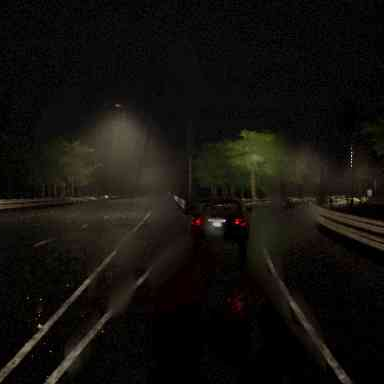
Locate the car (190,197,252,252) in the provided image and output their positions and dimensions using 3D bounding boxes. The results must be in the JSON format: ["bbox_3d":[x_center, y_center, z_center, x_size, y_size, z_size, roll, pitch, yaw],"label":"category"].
[{"bbox_3d":[1.366,1.235,14.298,2.150,2.045,5.566,0,0,10],"label":"car"}]

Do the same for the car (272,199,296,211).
[{"bbox_3d":[11.860,1.611,42.535,2.033,1.411,5.357,0,0,31],"label":"car"}]
